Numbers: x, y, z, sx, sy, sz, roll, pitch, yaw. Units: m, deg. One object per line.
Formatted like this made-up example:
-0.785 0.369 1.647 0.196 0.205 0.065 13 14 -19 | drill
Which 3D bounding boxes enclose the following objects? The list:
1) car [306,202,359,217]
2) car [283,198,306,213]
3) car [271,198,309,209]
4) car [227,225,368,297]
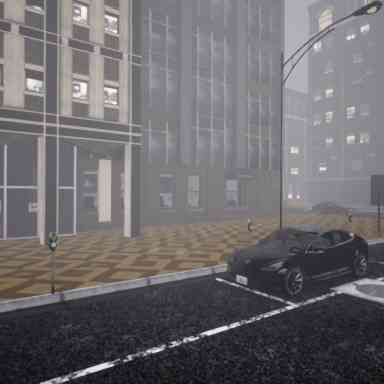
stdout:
12.941 1.532 30.275 1.802 1.307 4.206 0 0 -36 | car
9.738 1.465 34.737 1.752 1.417 4.829 0 0 -36 | car
13.044 1.496 44.501 1.752 1.417 4.829 0 0 -36 | car
2.871 1.566 8.609 4.313 1.339 1.947 0 0 -36 | car
